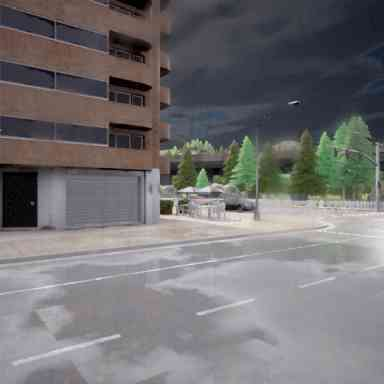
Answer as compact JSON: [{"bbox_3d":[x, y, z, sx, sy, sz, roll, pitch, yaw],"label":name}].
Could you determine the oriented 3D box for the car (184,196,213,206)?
[{"bbox_3d":[0.805,1.296,46.697,2.097,1.767,4.553,0,0,-43],"label":"car"}]

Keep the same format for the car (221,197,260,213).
[{"bbox_3d":[5.028,1.296,35.518,2.097,1.767,4.553,0,0,-36],"label":"car"}]
